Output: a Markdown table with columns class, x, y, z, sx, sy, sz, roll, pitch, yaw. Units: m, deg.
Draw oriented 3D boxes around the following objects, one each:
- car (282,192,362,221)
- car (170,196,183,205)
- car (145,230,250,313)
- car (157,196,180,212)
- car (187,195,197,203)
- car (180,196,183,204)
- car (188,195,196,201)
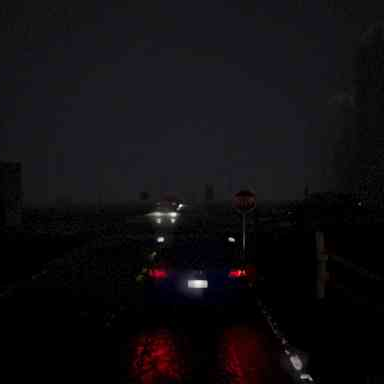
| class | x | y | z | sx | sy | sz | roll | pitch | yaw |
| --- | --- | --- | --- | --- | --- | --- | --- | --- | --- |
| car | 9.564 | 1.033 | 24.642 | 5.566 | 2.045 | 2.150 | 0 | 1 | 3 |
| car | -2.777 | 1.500 | 62.022 | 2.128 | 1.511 | 4.902 | 0 | 0 | 0 |
| car | 0.103 | 1.560 | 7.765 | 1.994 | 1.385 | 4.181 | 0 | 0 | 0 |
| car | -2.827 | 1.346 | 38.662 | 2.097 | 1.767 | 4.553 | 0 | 0 | 0 |
| car | 0.042 | 1.562 | 68.919 | 2.033 | 1.411 | 5.357 | 0 | 0 | 0 |
| car | -2.815 | 1.546 | 48.930 | 2.033 | 1.411 | 5.357 | 0 | 0 | 0 |
| car | 0.048 | 1.464 | 79.344 | 1.994 | 1.385 | 4.181 | 0 | 0 | 0 |
